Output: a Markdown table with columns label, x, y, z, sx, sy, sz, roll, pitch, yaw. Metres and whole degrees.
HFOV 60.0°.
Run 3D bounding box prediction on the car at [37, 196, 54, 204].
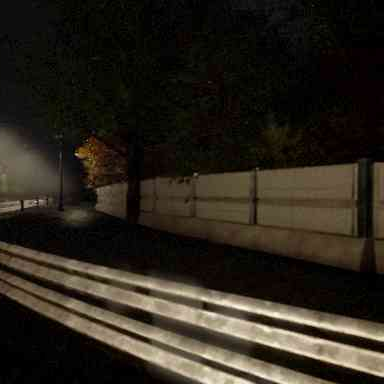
| label | x | y | z | sx | sy | sz | roll | pitch | yaw |
| --- | --- | --- | --- | --- | --- | --- | --- | --- | --- |
| car | -29.124 | 1.584 | 65.376 | 2.128 | 1.511 | 4.902 | 1 | -1 | -16 |

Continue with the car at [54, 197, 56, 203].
| label | x | y | z | sx | sy | sz | roll | pitch | yaw |
| --- | --- | --- | --- | --- | --- | --- | --- | --- | --- |
| car | -31.965 | 1.630 | 75.261 | 2.097 | 1.767 | 4.553 | 1 | -1 | -16 |
